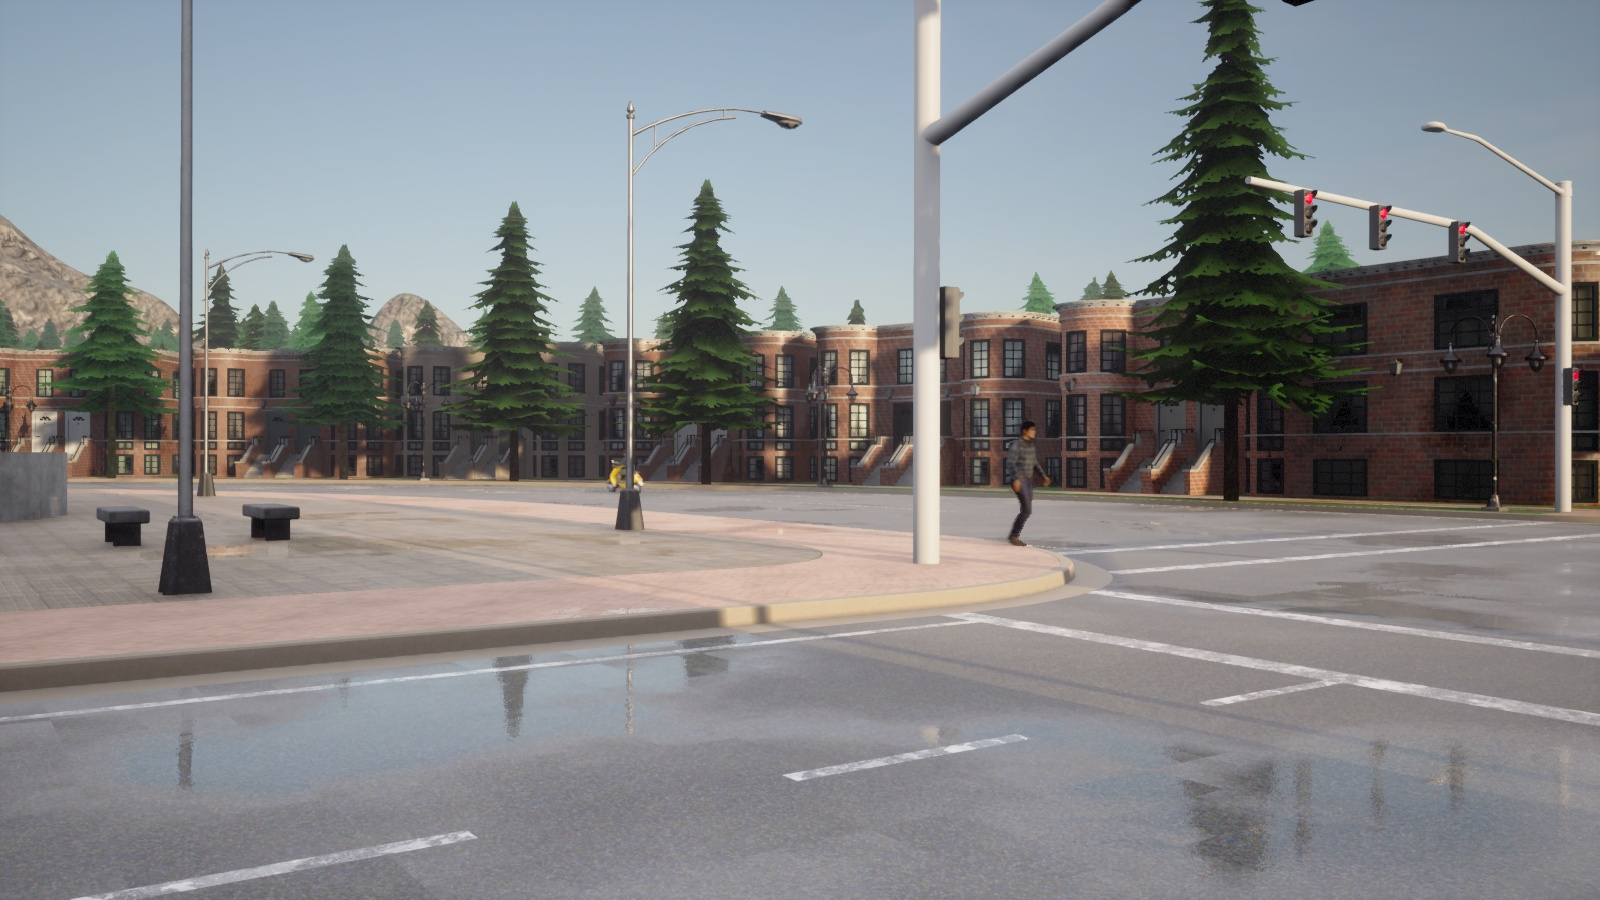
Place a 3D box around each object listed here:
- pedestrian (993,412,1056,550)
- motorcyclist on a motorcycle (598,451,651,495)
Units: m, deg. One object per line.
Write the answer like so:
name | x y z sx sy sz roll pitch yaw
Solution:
pedestrian | 3.238 0.441 18.118 0.788 1.949 0.423 0 0 35
motorcyclist on a motorcycle | -6.438 0.824 46.006 1.817 1.590 0.866 0 0 38
